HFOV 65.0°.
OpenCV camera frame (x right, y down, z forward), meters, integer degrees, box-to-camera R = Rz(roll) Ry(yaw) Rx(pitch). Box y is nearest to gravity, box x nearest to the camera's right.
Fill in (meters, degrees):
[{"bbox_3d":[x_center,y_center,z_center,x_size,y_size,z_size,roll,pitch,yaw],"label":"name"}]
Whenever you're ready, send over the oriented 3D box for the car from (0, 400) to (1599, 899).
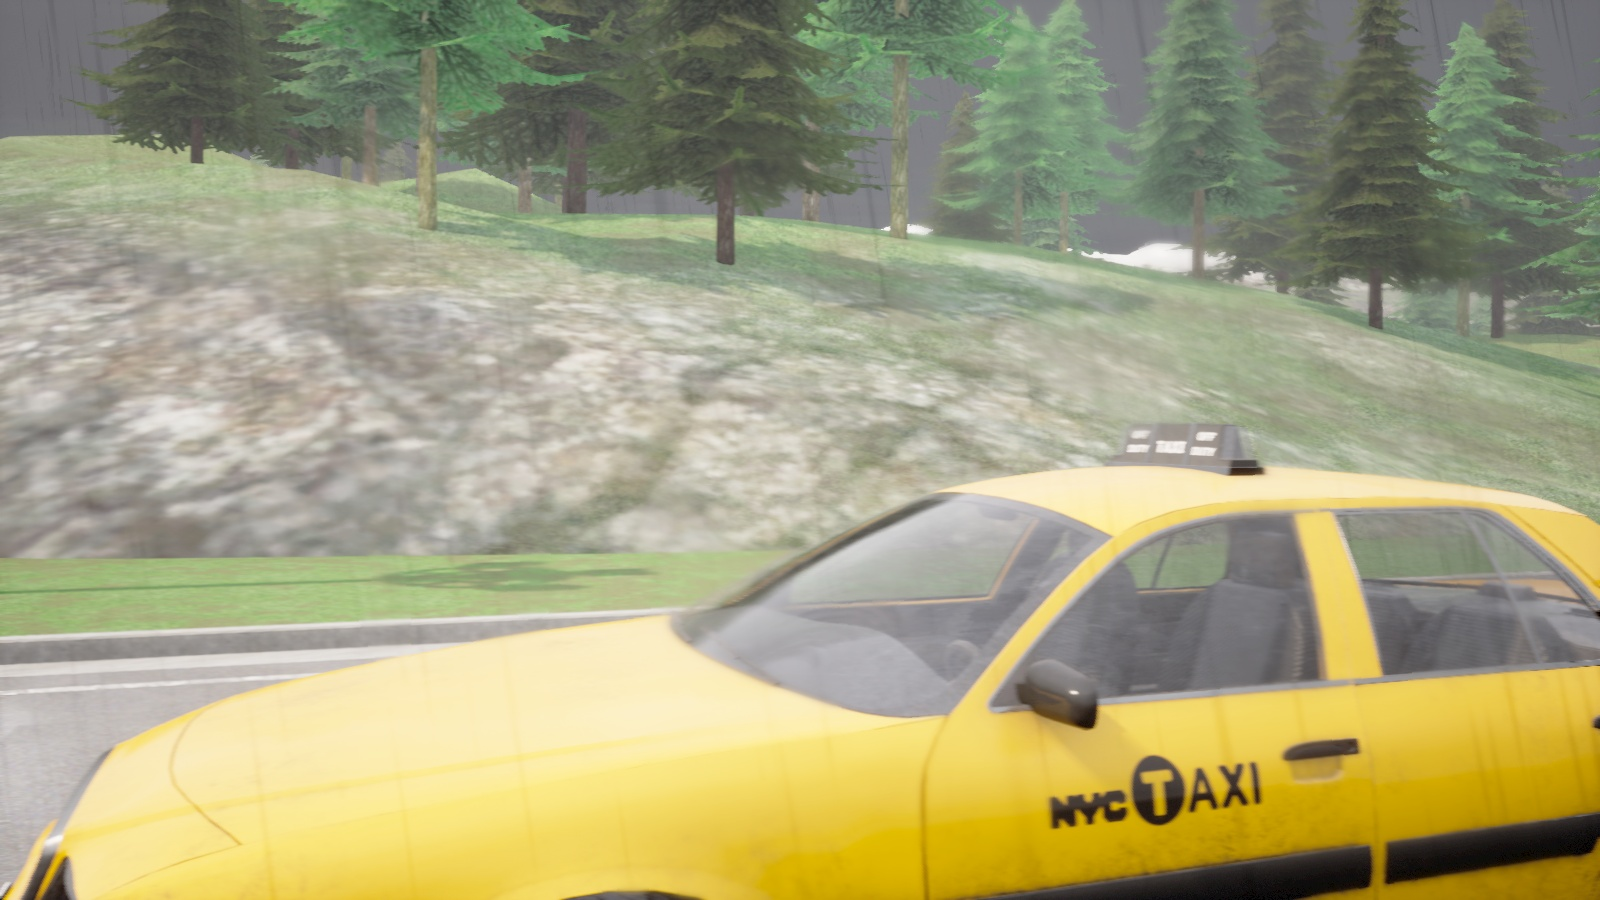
[{"bbox_3d":[0.978,0.668,3.609,5.366,1.575,1.801,-1,1,-21],"label":"car"}]
